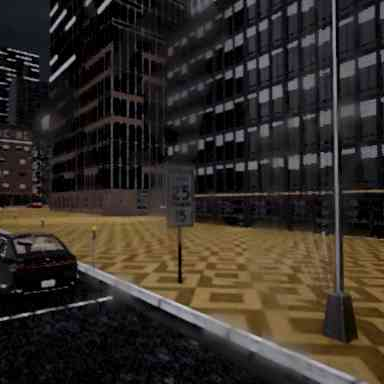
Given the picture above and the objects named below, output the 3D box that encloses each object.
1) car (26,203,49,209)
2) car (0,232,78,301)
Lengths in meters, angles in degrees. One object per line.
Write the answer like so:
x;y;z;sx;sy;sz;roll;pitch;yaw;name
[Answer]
-36.841;3.265;78.443;4.097;1.590;1.967;2;-4;-39;car
-4.384;1.722;8.709;2.008;1.369;4.403;2;-2;-39;car
